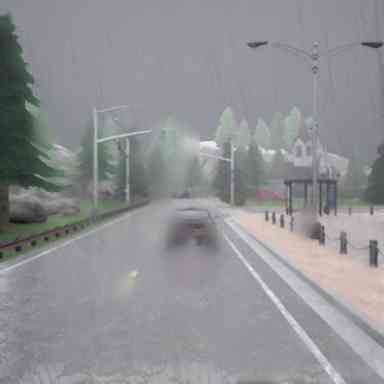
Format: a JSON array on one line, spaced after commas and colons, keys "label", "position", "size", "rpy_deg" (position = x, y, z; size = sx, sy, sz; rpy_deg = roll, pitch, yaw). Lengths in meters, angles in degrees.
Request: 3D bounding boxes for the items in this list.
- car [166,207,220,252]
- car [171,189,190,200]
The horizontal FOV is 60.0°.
[{"label": "car", "position": [0.041, 1.360, 13.171], "size": [1.837, 1.490, 4.892], "rpy_deg": [0, 1, 1]}, {"label": "car", "position": [-2.232, 0.486, 66.952], "size": [2.150, 2.045, 5.566], "rpy_deg": [0, 1, 19]}]
